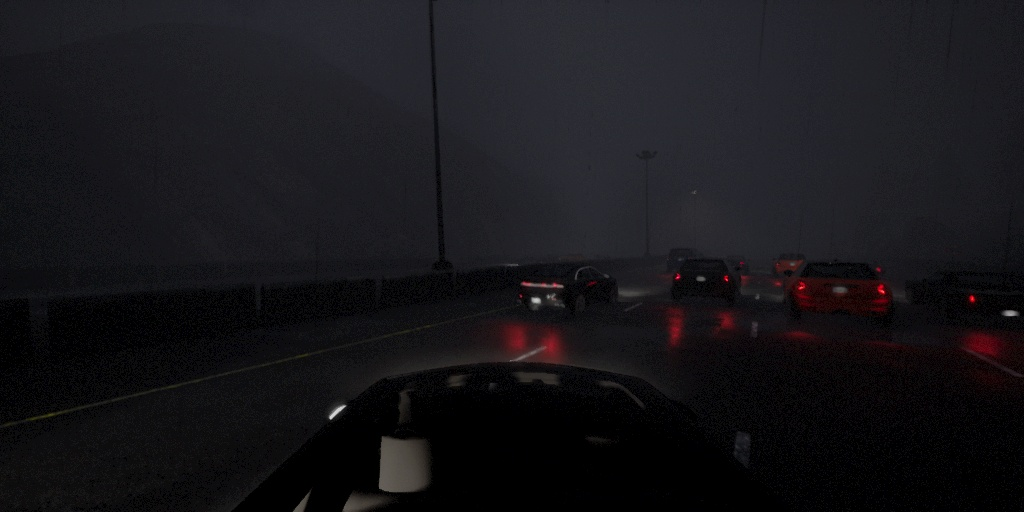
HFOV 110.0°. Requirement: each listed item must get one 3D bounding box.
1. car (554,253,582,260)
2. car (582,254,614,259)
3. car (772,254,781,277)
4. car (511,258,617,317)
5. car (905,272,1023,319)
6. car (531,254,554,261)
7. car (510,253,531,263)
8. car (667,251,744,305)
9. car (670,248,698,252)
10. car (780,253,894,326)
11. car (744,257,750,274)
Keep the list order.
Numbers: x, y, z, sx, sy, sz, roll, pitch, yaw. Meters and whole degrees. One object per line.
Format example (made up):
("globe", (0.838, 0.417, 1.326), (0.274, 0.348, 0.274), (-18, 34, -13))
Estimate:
("car", (7.632, 0.309, 44.852), (1.882, 1.535, 5.008), (1, 1, 35))
("car", (10.513, 0.467, 42.866), (1.895, 1.301, 4.718), (1, 1, 35))
("car", (20.222, 0.552, 26.014), (2.097, 1.767, 4.553), (1, 2, 35))
("car", (2.084, 1.016, 12.261), (2.128, 1.511, 4.902), (1, 1, 35))
("car", (13.971, 1.128, 10.949), (1.895, 1.301, 4.718), (1, 1, 35))
("car", (4.910, 0.390, 47.064), (1.895, 1.301, 4.718), (1, 1, 35))
("car", (1.551, 0.295, 48.378), (1.812, 1.442, 4.674), (1, 1, 35))
("car", (8.042, 0.814, 14.679), (2.097, 1.767, 4.553), (1, 1, 35))
("car", (14.668, 0.341, 30.285), (2.150, 2.045, 5.566), (1, 1, 35))
("car", (9.873, 0.883, 11.188), (2.097, 1.767, 4.553), (1, 1, 35))
("car", (18.416, 0.655, 29.545), (1.812, 1.442, 4.674), (1, 1, 35))
